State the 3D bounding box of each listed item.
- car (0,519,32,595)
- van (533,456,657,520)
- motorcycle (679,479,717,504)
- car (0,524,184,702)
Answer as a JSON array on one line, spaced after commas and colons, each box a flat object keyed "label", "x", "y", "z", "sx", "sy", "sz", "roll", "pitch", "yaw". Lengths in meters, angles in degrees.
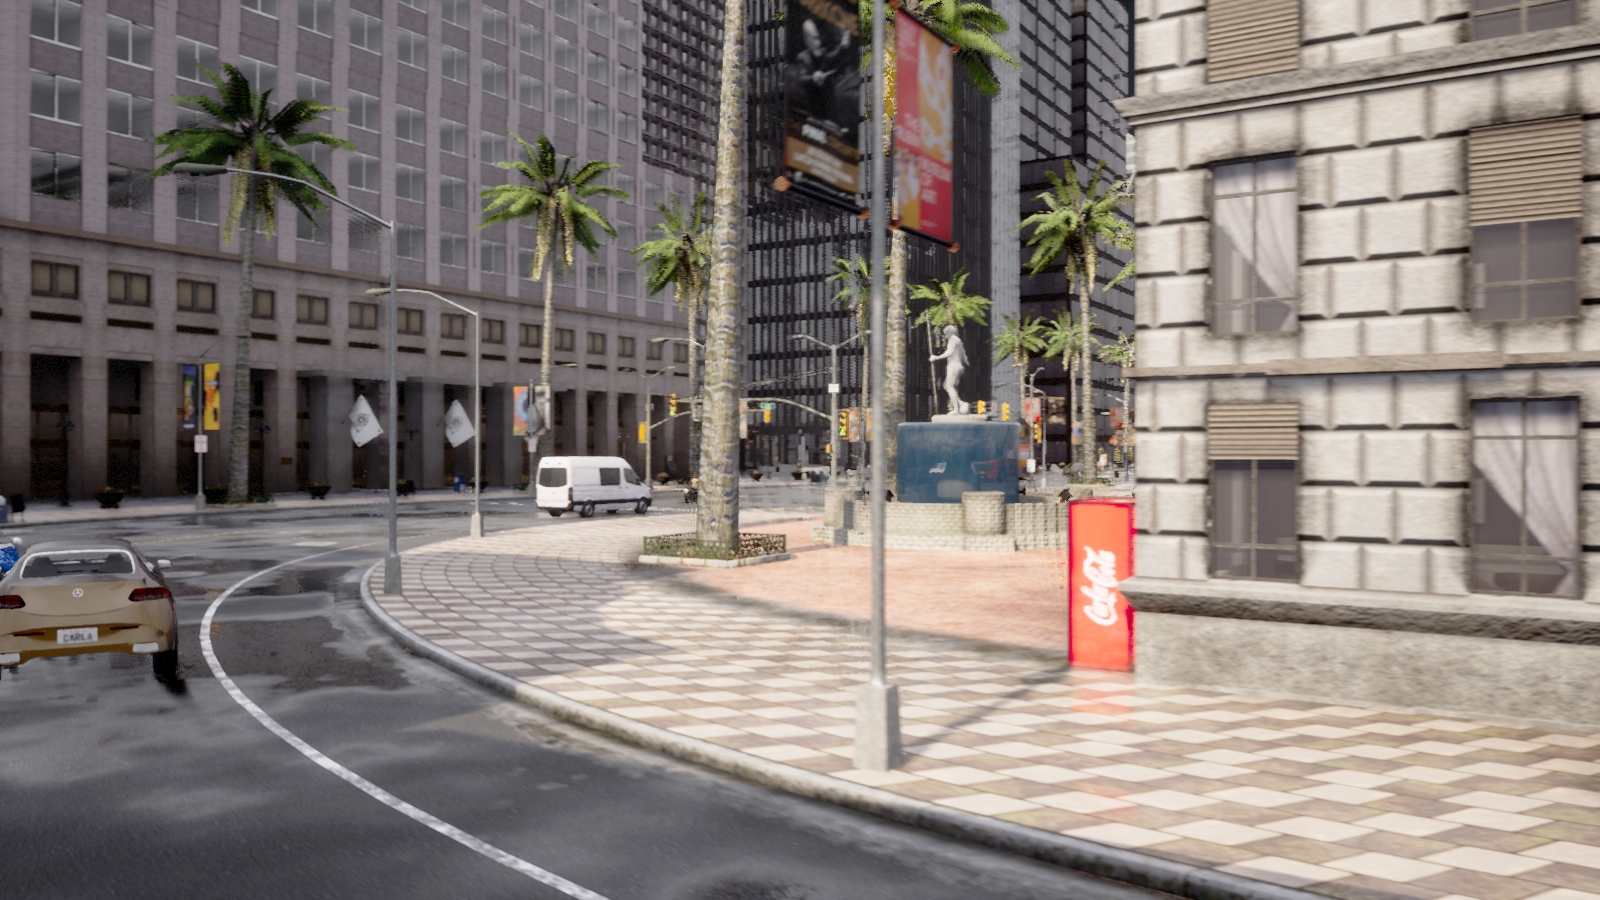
[{"label": "car", "x": -16.379, "y": 2.129, "z": 22.500, "sx": 1.481, "sy": 1.376, "sz": 2.207, "roll": 0, "pitch": 0, "yaw": -16}, {"label": "van", "x": -8.781, "y": 1.567, "z": 49.601, "sx": 1.988, "sy": 2.561, "sz": 5.915, "roll": 0, "pitch": 0, "yaw": 30}, {"label": "motorcycle", "x": -5.478, "y": 2.213, "z": 61.571, "sx": 0.764, "sy": 1.277, "sz": 2.356, "roll": 0, "pitch": 0, "yaw": 32}, {"label": "car", "x": -9.633, "y": 1.998, "z": 15.328, "sx": 2.152, "sy": 1.651, "sz": 5.027, "roll": 0, "pitch": 0, "yaw": -31}]
